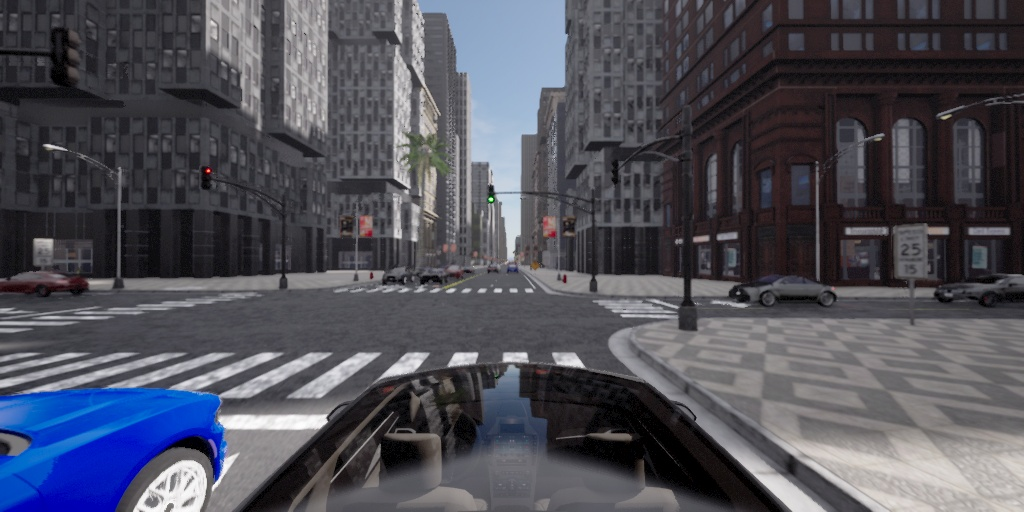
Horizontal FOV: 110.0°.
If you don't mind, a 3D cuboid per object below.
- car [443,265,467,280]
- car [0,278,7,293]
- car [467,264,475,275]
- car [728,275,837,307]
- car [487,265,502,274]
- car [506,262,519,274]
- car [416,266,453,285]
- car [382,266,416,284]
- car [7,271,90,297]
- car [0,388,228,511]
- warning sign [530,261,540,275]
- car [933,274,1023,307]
[{"bbox_3d":[-6.551,1.765,39.827,1.882,1.535,5.008,0,-1,0],"label":"car"},{"bbox_3d":[-22.335,1.362,13.249,4.674,1.442,1.812,0,0,1],"label":"car"},{"bbox_3d":[-6.524,2.119,52.436,1.895,1.301,4.718,0,-1,0],"label":"car"},{"bbox_3d":[12.638,1.576,16.901,4.181,1.385,1.994,0,0,0],"label":"car"},{"bbox_3d":[-3.175,2.183,60.165,1.837,1.490,4.892,0,-1,0],"label":"car"},{"bbox_3d":[0.120,2.149,59.855,1.882,1.535,5.008,0,-1,1],"label":"car"},{"bbox_3d":[-6.563,1.740,30.713,1.895,1.301,4.718,0,-1,-2],"label":"car"},{"bbox_3d":[-9.844,1.653,31.324,1.837,1.490,4.892,0,-1,-2],"label":"car"},{"bbox_3d":[-25.046,1.450,18.972,4.207,1.307,1.802,0,0,-1],"label":"car"},{"bbox_3d":[-3.152,1.215,0.735,1.882,1.535,5.008,0,0,0],"label":"car"},{"bbox_3d":[2.905,1.493,45.019,1.300,1.860,1.060,0,0,0],"label":"warning sign"},{"bbox_3d":[22.868,1.585,16.878,4.674,1.442,1.812,0,0,0],"label":"car"}]
